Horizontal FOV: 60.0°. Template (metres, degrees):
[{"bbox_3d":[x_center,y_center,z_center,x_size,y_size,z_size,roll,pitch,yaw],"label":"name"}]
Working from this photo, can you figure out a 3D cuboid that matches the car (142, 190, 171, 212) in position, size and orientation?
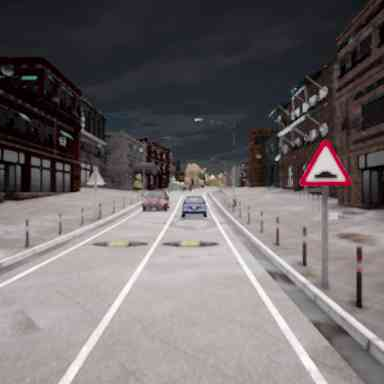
[{"bbox_3d":[-3.004,0.659,28.530,2.097,1.767,4.553,0,3,0],"label":"car"}]

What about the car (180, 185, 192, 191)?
[{"bbox_3d":[-1.220,-0.823,69.317,1.994,1.385,4.181,0,1,7],"label":"car"}]

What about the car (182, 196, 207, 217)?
[{"bbox_3d":[0.181,1.003,25.227,2.033,1.411,5.357,0,2,1],"label":"car"}]
